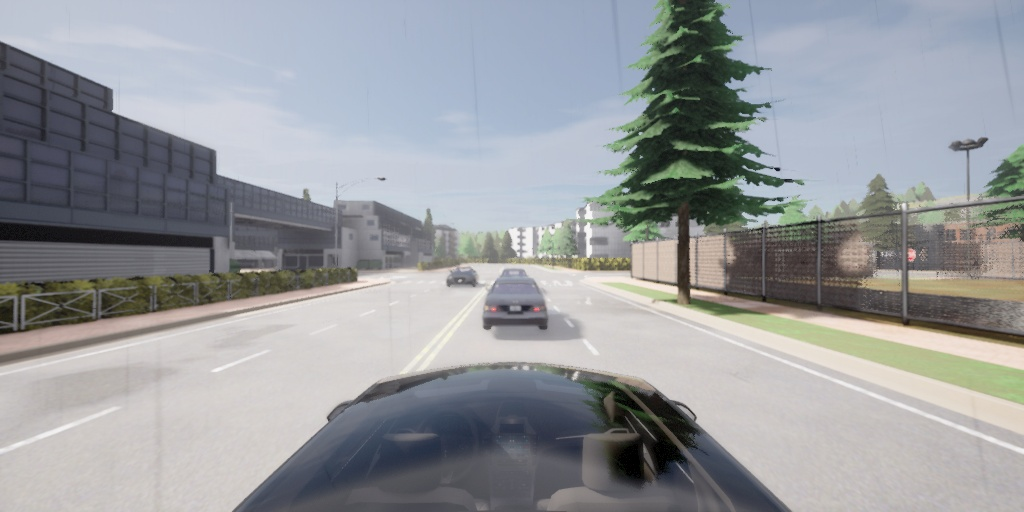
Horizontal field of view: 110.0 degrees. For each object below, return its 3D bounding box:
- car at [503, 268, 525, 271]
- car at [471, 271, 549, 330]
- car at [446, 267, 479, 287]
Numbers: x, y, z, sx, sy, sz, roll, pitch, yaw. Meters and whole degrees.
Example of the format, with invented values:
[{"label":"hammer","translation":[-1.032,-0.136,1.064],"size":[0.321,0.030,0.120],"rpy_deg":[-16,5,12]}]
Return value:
[{"label":"car","translation":[0.118,1.429,21.526],"size":[2.033,1.411,5.357],"rpy_deg":[0,0,0]},{"label":"car","translation":[0.102,1.361,11.377],"size":[2.033,1.411,5.357],"rpy_deg":[0,0,0]},{"label":"car","translation":[-3.478,1.483,25.861],"size":[1.994,1.385,4.181],"rpy_deg":[0,0,0]}]
